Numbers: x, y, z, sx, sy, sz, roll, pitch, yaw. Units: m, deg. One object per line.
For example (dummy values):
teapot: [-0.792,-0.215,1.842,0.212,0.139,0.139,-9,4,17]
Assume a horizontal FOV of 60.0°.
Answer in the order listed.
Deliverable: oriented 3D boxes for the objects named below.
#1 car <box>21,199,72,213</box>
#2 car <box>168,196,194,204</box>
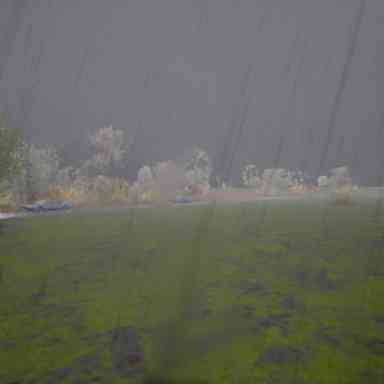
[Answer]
car: [-16.284,1.553,37.518,2.033,1.411,5.357,0,0,36]
car: [-1.849,1.333,57.242,2.033,1.411,5.357,0,0,37]
